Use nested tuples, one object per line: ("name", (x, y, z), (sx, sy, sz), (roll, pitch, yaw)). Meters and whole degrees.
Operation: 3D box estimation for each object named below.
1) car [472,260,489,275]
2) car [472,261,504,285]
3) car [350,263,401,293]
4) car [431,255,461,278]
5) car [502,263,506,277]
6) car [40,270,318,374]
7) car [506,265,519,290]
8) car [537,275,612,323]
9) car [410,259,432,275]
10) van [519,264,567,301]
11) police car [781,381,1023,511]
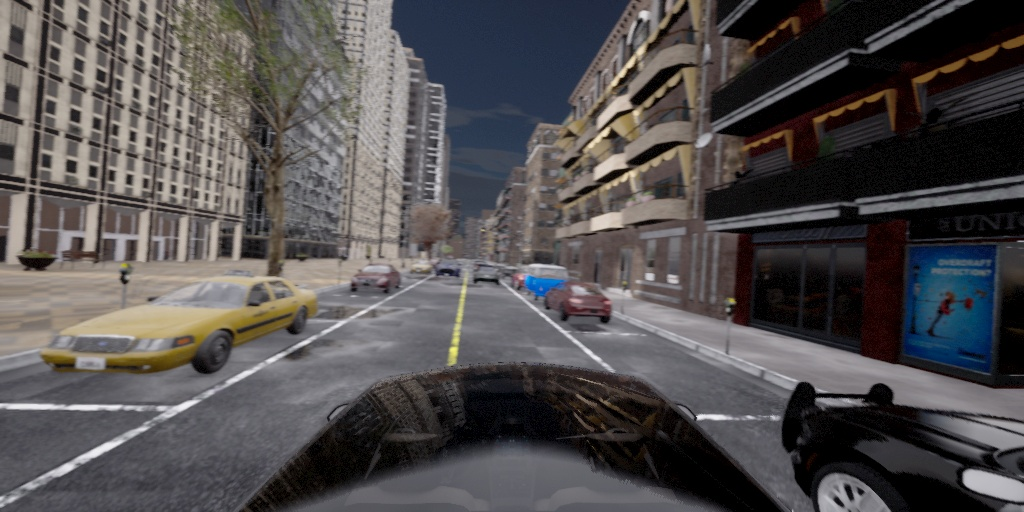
("car", (-3.885, 1.353, 43.685), (1.837, 1.490, 4.892), (4, 0, -7))
("car", (-2.003, 1.398, 27.662), (1.994, 1.385, 4.181), (4, 0, -6))
("car", (-6.661, 1.021, 17.821), (1.802, 1.307, 4.207), (0, 0, -7))
("car", (-5.654, 0.978, 32.127), (2.097, 1.767, 4.553), (4, 0, -6))
("car", (-0.318, 1.564, 35.288), (2.007, 1.370, 4.403), (0, 0, -7))
("car", (-5.333, 0.959, 6.663), (1.751, 1.417, 4.829), (0, 0, -7))
("car", (0.988, 1.447, 24.301), (1.967, 1.591, 4.097), (0, 0, -7))
("car", (2.296, 1.583, 13.314), (1.802, 1.307, 4.207), (0, 0, -7))
("car", (-8.601, 0.974, 34.133), (1.751, 1.417, 4.829), (0, 0, -7))
("van", (1.642, 1.345, 18.807), (1.690, 1.789, 3.998), (0, 0, -7))
("police car", (3.482, 1.402, 1.082), (1.930, 1.638, 5.238), (4, 0, -7))
